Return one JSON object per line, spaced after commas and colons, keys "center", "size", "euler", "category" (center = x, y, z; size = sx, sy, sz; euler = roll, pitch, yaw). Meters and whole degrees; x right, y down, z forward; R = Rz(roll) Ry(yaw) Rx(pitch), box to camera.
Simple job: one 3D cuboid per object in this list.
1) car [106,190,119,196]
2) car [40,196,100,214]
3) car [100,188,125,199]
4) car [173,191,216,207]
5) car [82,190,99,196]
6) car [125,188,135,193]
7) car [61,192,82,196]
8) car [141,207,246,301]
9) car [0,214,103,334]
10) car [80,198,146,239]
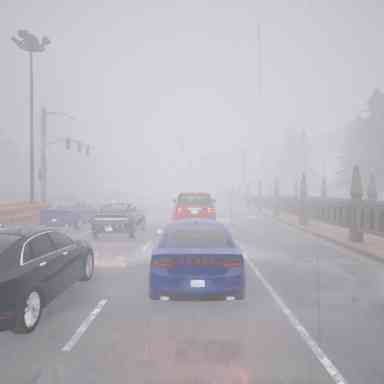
{"center": [-20.714, 0.250, 87.092], "size": [2.033, 1.411, 5.357], "euler": [0, 1, 0], "category": "car"}
{"center": [-6.869, 1.219, 19.059], "size": [1.882, 1.535, 5.008], "euler": [0, 1, 0], "category": "car"}
{"center": [-13.900, 0.367, 58.352], "size": [2.150, 2.045, 5.566], "euler": [0, 1, 0], "category": "car"}
{"center": [0.124, 0.978, 18.059], "size": [2.150, 2.045, 5.566], "euler": [0, 1, 0], "category": "car"}
{"center": [-20.793, 0.377, 66.263], "size": [2.097, 1.767, 4.553], "euler": [0, 1, 0], "category": "car"}
{"center": [-13.783, 0.214, 68.674], "size": [2.150, 2.045, 5.566], "euler": [0, 1, 0], "category": "car"}
{"center": [-20.902, 0.697, 56.609], "size": [1.812, 1.442, 4.674], "euler": [0, 1, 1], "category": "car"}
{"center": [0.101, 1.383, 8.189], "size": [1.882, 1.535, 5.008], "euler": [0, 1, 0], "category": "car"}
{"center": [-3.401, 1.435, 6.603], "size": [1.837, 1.490, 4.892], "euler": [0, 1, 0], "category": "car"}
{"center": [-3.379, 1.279, 15.976], "size": [2.128, 1.511, 4.902], "euler": [0, 1, 0], "category": "car"}
